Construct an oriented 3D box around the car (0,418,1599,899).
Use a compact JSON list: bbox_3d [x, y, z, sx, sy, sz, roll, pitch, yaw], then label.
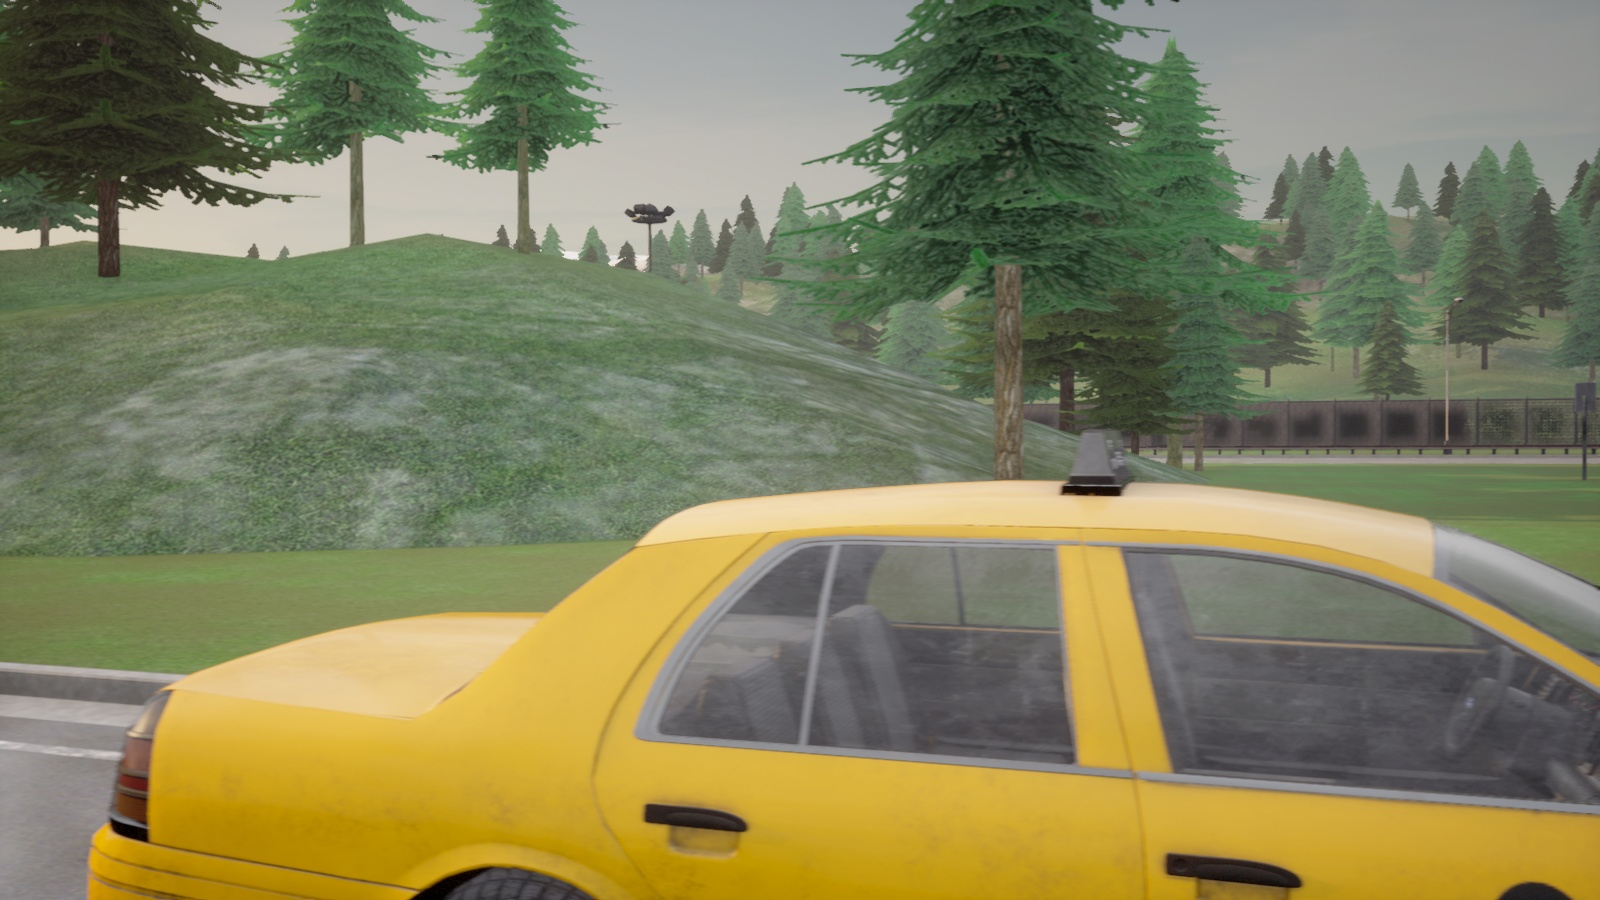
[{"bbox_3d":[0.759,0.725,2.935,5.366,1.575,1.801,0,1,19],"label":"car"}]
